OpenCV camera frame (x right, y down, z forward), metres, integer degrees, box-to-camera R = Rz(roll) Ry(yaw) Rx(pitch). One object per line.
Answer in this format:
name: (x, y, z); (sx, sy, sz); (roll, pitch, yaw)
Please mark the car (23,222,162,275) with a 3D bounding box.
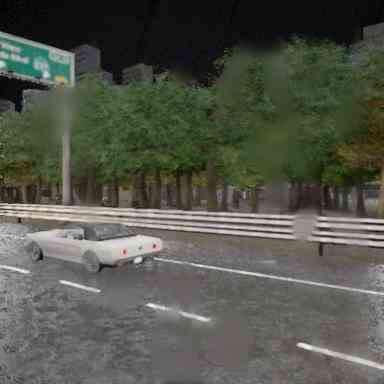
car: (-3.300, 1.603, 10.523); (4.718, 1.301, 1.895); (0, 0, 36)
